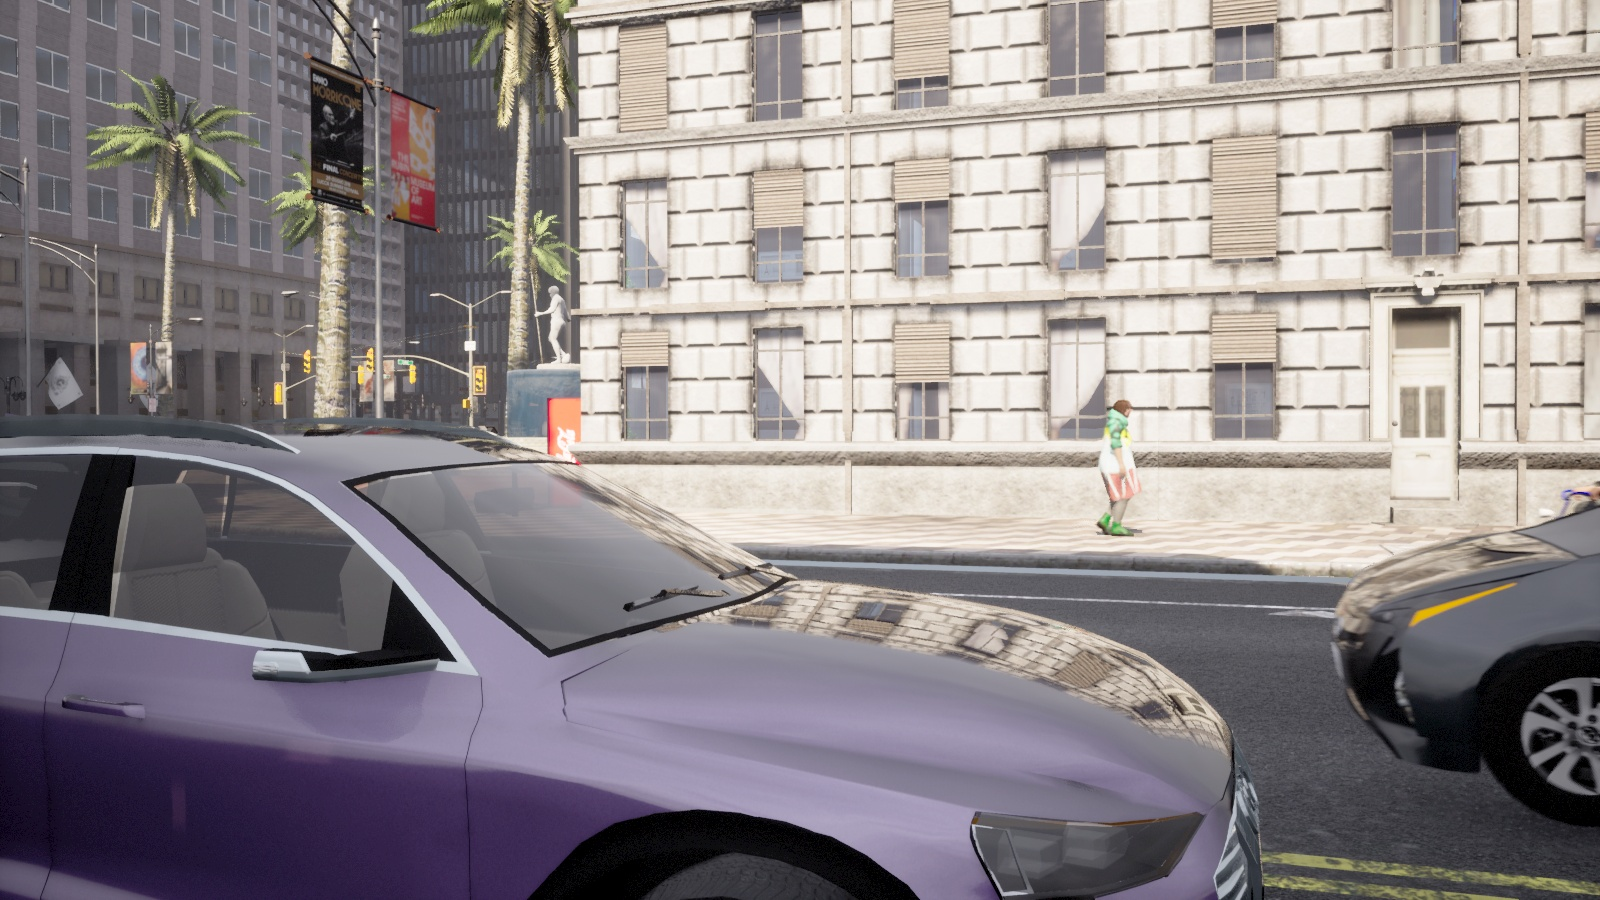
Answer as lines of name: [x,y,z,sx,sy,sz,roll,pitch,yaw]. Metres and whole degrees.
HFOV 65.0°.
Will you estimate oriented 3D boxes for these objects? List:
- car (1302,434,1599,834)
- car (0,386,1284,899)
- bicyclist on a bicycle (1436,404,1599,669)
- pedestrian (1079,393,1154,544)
car: [4.628,0.705,5.332,4.514,1.525,2.007,1,1,18]
car: [-1.255,0.694,3.623,4.856,1.649,2.033,1,1,19]
bicyclist on a bicycle: [5.511,0.578,8.726,1.843,1.776,0.659,1,1,18]
pedestrian: [4.162,0.234,16.565,0.873,1.952,0.659,0,1,7]
